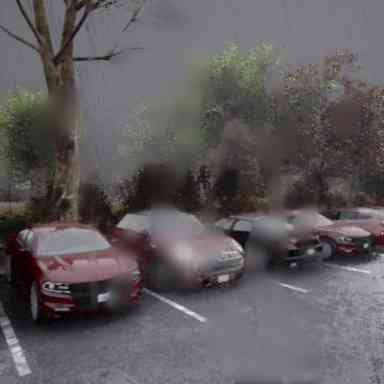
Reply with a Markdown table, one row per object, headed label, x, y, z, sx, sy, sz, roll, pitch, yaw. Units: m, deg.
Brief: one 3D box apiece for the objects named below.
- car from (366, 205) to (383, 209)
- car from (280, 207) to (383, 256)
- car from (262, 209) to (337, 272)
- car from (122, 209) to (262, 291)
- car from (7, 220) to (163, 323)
| label | x | y | z | sx | sy | sz | roll | pitch | yaw |
| --- | --- | --- | --- | --- | --- | --- | --- | --- | --- |
| car | 6.391 | 1.422 | 14.189 | 2.163 | 1.488 | 4.792 | -1 | 0 | -36 |
| car | 4.006 | 1.411 | 12.455 | 2.097 | 1.535 | 5.008 | 0 | 0 | -36 |
| car | 1.714 | 1.430 | 10.806 | 2.097 | 1.535 | 5.008 | 0 | 0 | -36 |
| car | -0.605 | 1.323 | 9.194 | 2.185 | 1.767 | 4.553 | 0 | 0 | -36 |
| car | -2.888 | 1.467 | 7.533 | 2.097 | 1.535 | 5.008 | 0 | 0 | -36 |
